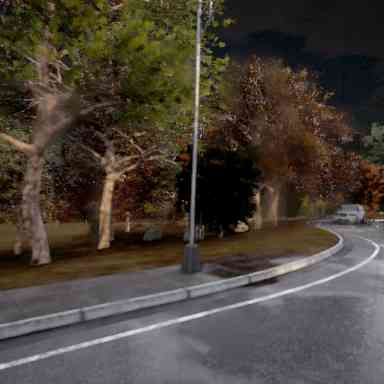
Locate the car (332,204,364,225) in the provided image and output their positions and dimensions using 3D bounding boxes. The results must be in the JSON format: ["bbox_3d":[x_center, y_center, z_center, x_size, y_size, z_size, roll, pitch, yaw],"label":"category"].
[{"bbox_3d":[16.124,2.258,34.109,2.150,2.045,5.566,0,-2,37],"label":"car"}]
